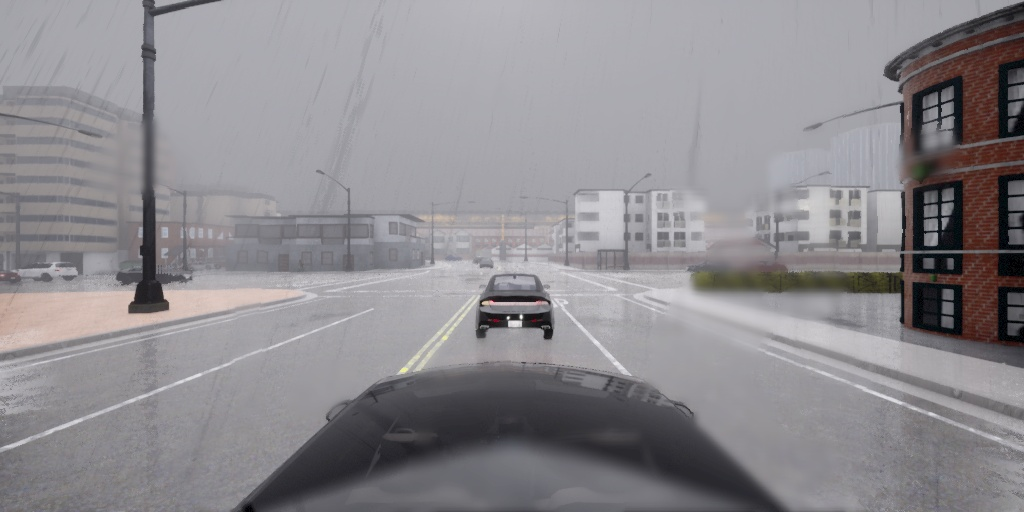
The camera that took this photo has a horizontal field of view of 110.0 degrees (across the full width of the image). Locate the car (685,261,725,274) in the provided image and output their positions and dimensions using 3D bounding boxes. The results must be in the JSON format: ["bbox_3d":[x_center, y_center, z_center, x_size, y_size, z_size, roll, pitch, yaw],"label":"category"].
[{"bbox_3d":[21.625,1.241,39.303,4.902,1.511,2.128,0,0,2],"label":"car"}]

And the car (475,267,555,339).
[{"bbox_3d":[0.078,1.241,10.089,2.128,1.511,4.902,0,0,0],"label":"car"}]

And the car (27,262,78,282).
[{"bbox_3d":[-50.143,1.704,38.370,5.566,2.045,2.150,-1,0,-1],"label":"car"}]

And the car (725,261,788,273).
[{"bbox_3d":[24.558,1.227,35.714,5.008,1.535,1.882,0,0,2],"label":"car"}]

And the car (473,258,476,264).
[{"bbox_3d":[-5.720,0.788,64.844,1.994,1.385,4.181,0,1,-16],"label":"car"}]

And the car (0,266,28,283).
[{"bbox_3d":[-50.881,2.024,34.859,4.674,1.442,1.812,-1,0,-1],"label":"car"}]

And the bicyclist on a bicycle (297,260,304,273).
[{"bbox_3d":[-26.390,1.267,44.768,0.582,1.620,1.656,-1,0,-1],"label":"bicyclist on a bicycle"}]

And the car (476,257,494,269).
[{"bbox_3d":[-3.643,1.068,52.107,2.033,1.411,5.357,0,1,0],"label":"car"}]

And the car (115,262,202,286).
[{"bbox_3d":[-28.080,1.497,28.248,4.902,1.511,2.128,-1,0,-1],"label":"car"}]
